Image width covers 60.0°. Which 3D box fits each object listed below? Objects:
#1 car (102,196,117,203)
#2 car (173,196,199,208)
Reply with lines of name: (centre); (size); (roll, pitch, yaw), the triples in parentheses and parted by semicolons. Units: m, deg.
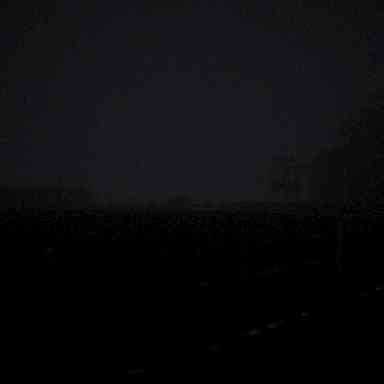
car: (-21.736, 2.243, 89.173); (1.837, 1.490, 4.892); (1, -1, -36)
car: (-1.105, 1.623, 56.036); (2.150, 2.045, 5.566); (1, -1, -36)
